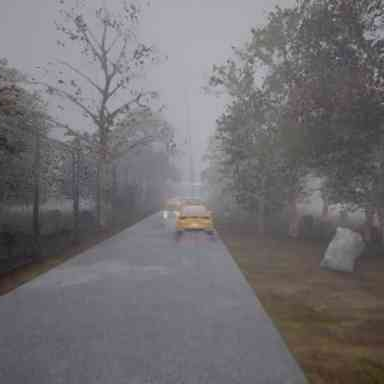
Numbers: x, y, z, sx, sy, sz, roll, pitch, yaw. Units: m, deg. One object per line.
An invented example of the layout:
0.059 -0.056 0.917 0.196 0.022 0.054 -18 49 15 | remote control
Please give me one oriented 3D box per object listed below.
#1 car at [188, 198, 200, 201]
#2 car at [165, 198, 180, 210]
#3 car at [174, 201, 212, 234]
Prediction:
0.250 1.483 39.992 2.097 1.767 4.553 0 0 0 | car
-2.565 1.637 45.383 1.882 1.535 5.008 0 0 0 | car
0.146 1.534 19.496 1.882 1.535 5.008 0 0 0 | car
